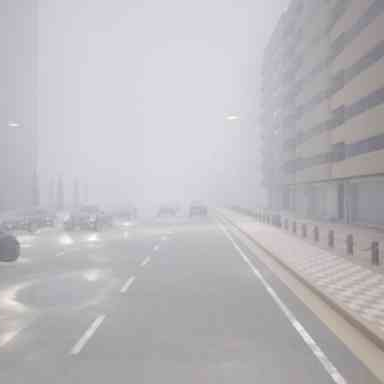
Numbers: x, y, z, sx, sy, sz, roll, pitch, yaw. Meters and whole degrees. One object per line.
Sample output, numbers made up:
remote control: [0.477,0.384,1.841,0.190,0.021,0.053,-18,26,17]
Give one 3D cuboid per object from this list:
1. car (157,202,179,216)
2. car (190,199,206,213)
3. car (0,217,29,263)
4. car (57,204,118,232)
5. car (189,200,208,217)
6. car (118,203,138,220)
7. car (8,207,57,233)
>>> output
car: [-2.797,1.936,37.333,1.812,1.442,4.674,0,-1,1]
car: [0.827,1.861,46.114,2.097,1.767,4.553,0,-1,1]
car: [-6.955,1.669,9.825,1.994,1.385,4.181,0,-1,1]
car: [-6.694,1.590,21.873,2.097,1.767,4.553,0,-1,1]
car: [0.682,1.875,35.981,1.882,1.535,5.008,0,-1,1]
car: [-6.528,1.829,32.142,1.882,1.535,5.008,0,-1,2]
car: [-10.258,1.736,21.250,1.837,1.490,4.892,0,-1,1]
